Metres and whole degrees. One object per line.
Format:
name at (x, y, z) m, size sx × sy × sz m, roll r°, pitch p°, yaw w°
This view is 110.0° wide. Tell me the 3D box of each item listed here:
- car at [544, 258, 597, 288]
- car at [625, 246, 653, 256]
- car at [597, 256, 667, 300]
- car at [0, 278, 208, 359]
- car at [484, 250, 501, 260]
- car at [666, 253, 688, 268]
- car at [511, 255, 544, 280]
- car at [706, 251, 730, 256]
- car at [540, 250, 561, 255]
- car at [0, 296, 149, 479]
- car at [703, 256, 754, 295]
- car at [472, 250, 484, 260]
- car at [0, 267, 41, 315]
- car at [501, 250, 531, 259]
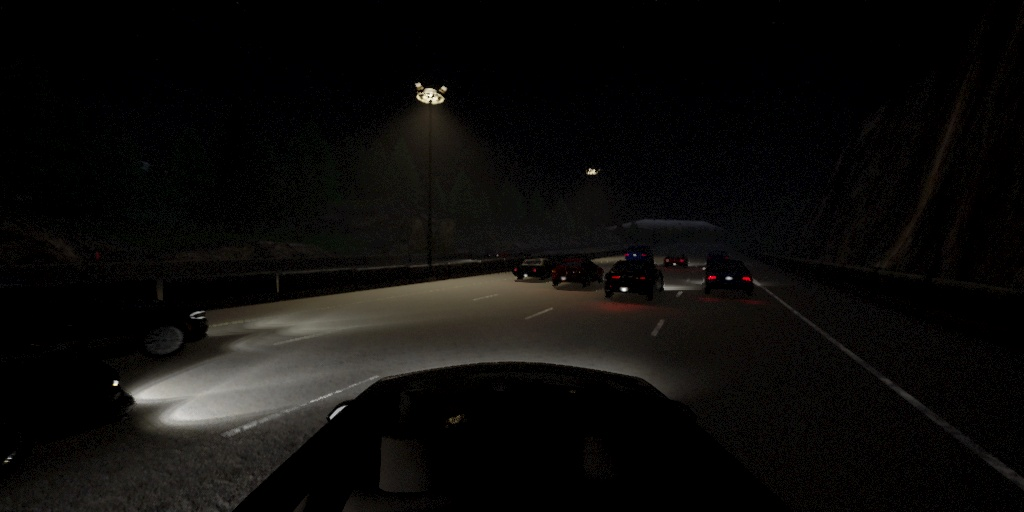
car at (3.652, 0.848, 19.714) m, size 1.812 × 1.442 × 4.674 m, roll 0°, pitch 2°, yaw 29°
car at (13.170, -0.033, 36.980) m, size 2.150 × 2.045 × 5.566 m, roll 0°, pitch 1°, yaw 29°
car at (5.370, 0.923, 15.548) m, size 1.837 × 1.490 × 4.892 m, roll 0°, pitch 2°, yaw 29°
car at (-8.043, 1.176, 5.690) m, size 1.882 × 1.535 × 5.008 m, roll 0°, pitch 1°, yaw 29°
car at (-1.589, -0.179, 53.981) m, size 1.882 × 1.535 × 5.008 m, roll 0°, pitch 2°, yaw 29°
car at (16.026, 0.389, 34.916) m, size 1.895 × 1.301 × 4.718 m, roll 0°, pitch 2°, yaw 29°
car at (1.904, 0.831, 23.770) m, size 1.895 × 1.301 × 4.718 m, roll 0°, pitch 2°, yaw 29°
car at (19.680, 0.249, 34.295) m, size 1.882 × 1.535 × 5.008 m, roll 0°, pitch 2°, yaw 29°
car at (5.599, -0.139, 52.472) m, size 2.033 × 1.411 × 5.357 m, roll 0°, pitch 2°, yaw 29°
car at (-6.099, 1.311, 1.975) m, size 2.033 × 1.411 × 5.357 m, roll 0°, pitch 1°, yaw 30°
car at (10.070, 0.902, 16.831) m, size 2.033 × 1.411 × 5.357 m, roll 0°, pitch 2°, yaw 29°
car at (-4.392, -0.173, 56.131) m, size 1.812 × 1.442 × 4.674 m, roll 0°, pitch 2°, yaw 29°
car at (-17.685, 1.163, 10.362) m, size 1.812 × 1.442 × 4.674 m, roll 0°, pitch 1°, yaw 29°
car at (0.944, -0.116, 51.345) m, size 1.882 × 1.535 × 5.008 m, roll 0°, pitch 2°, yaw 29°
